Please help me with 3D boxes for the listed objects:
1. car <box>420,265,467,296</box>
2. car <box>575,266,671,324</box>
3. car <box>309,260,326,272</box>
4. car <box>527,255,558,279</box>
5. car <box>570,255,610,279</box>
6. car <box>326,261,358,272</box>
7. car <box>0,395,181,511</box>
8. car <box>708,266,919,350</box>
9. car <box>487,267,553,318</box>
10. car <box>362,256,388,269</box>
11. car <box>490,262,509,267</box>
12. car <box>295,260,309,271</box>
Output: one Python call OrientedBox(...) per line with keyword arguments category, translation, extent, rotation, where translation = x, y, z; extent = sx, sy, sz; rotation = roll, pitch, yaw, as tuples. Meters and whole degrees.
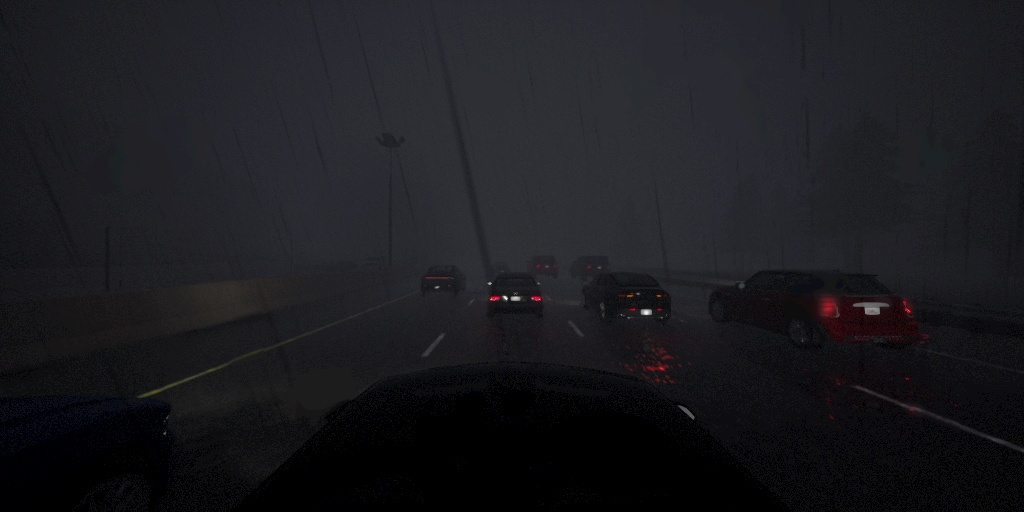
OrientedBox(category="car", translation=(-3.536, 1.242, 19.044), extent=(2.128, 1.511, 4.902), rotation=(0, 0, -2))
OrientedBox(category="car", translation=(3.586, 1.255, 12.030), extent=(1.837, 1.490, 4.892), rotation=(0, 0, 0))
OrientedBox(category="car", translation=(-23.983, 1.353, 46.216), extent=(1.895, 1.301, 4.718), rotation=(0, 0, -10))
OrientedBox(category="car", translation=(2.678, 0.973, 32.620), extent=(2.150, 2.045, 5.566), rotation=(0, 0, -5))
OrientedBox(category="car", translation=(6.418, 0.973, 29.807), extent=(2.150, 2.045, 5.566), rotation=(0, 0, -4))
OrientedBox(category="car", translation=(-19.881, 1.300, 42.773), extent=(2.033, 1.411, 5.357), rotation=(0, 0, -9))
OrientedBox(category="car", translation=(-3.401, 1.228, 0.577), extent=(1.882, 1.535, 5.008), rotation=(0, 0, 0))
OrientedBox(category="car", translation=(7.102, 1.102, 9.202), extent=(2.097, 1.767, 4.553), rotation=(0, 0, 0))
OrientedBox(category="car", translation=(0.084, 1.298, 13.019), extent=(2.033, 1.411, 5.357), rotation=(0, 0, 0))
OrientedBox(category="car", translation=(-16.443, 0.976, 43.379), extent=(2.150, 2.045, 5.566), rotation=(0, 0, -9))
OrientedBox(category="car", translation=(-1.255, 1.277, 36.429), extent=(1.812, 1.442, 4.674), rotation=(0, 0, -6))
OrientedBox(category="car", translation=(-28.153, 1.278, 49.508), extent=(1.812, 1.442, 4.674), rotation=(0, 0, -11))
